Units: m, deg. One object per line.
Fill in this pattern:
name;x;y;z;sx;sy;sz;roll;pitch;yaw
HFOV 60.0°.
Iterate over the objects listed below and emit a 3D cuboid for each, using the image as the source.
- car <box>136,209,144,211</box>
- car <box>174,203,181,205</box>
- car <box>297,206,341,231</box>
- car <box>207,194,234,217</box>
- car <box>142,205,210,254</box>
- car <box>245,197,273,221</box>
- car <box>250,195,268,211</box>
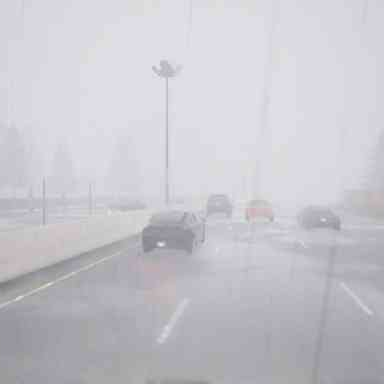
car;-6.835;1.556;38.285;1.994;1.385;4.181;0;0;12
car;-2.188;1.539;43.249;2.033;1.411;5.357;0;0;13
car;7.873;1.561;20.915;1.994;1.385;4.181;0;0;10
car;2.744;1.214;31.794;2.150;2.045;5.566;0;0;10
car;-0.582;1.502;13.575;1.837;1.490;4.892;0;0;10
car;5.527;1.348;27.562;2.097;1.767;4.553;0;0;10
car;8.392;1.346;41.463;2.097;1.767;4.553;0;0;14
